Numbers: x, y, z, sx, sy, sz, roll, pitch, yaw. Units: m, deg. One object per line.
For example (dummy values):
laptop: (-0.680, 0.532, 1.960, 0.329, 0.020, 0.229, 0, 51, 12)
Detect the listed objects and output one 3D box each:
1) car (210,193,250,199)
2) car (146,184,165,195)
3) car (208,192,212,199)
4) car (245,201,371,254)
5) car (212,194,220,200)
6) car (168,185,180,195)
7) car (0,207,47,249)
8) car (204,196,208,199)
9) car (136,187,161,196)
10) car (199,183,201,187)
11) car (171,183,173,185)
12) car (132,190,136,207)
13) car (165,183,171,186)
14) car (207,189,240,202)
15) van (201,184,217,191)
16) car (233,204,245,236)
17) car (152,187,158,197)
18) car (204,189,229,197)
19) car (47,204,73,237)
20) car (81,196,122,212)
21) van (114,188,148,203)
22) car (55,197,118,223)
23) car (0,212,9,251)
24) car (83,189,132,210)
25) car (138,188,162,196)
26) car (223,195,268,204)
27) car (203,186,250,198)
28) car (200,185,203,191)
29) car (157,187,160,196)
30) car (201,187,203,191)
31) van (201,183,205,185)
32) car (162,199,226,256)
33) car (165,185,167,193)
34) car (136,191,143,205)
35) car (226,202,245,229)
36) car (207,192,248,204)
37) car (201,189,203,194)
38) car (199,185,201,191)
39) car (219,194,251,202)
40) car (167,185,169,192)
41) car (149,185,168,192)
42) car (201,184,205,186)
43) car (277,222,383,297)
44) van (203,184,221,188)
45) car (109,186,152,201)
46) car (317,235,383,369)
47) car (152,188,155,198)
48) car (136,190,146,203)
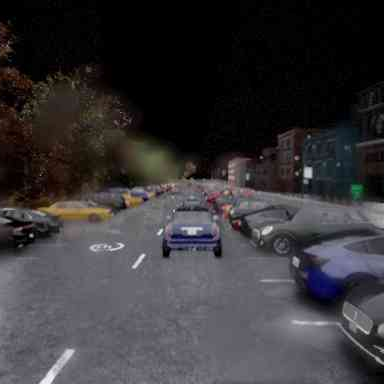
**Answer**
car: (4.554, 1.147, 32.242, 5.008, 1.535, 2.097, 0, 2, 0)
car: (-8.495, -0.142, 62.816, 5.566, 2.045, 2.435, 0, 2, 0)
car: (4.553, 1.013, 37.814, 4.674, 1.452, 2.002, 0, 2, 0)
car: (4.575, 1.370, 12.736, 4.553, 1.767, 2.185, 0, 0, 0)
car: (4.554, 1.222, 29.454, 5.008, 1.535, 2.097, 0, 1, 0)
car: (-3.481, -0.159, 70.961, 1.837, 1.490, 4.892, 0, 2, 0)
car: (-8.531, 1.497, 12.558, 5.008, 1.535, 2.097, 0, 0, 0)
car: (0.009, 1.319, 28.225, 2.033, 1.411, 5.357, 0, 1, 0)
car: (-8.491, -0.115, 65.603, 4.553, 1.767, 2.185, 0, 2, 0)
car: (4.593, -0.713, 82.314, 4.553, 1.767, 2.185, 0, 2, 0)
car: (-8.521, -0.994, 93.440, 5.008, 1.535, 2.097, 0, 2, 0)
car: (-8.562, 0.944, 34.863, 4.553, 1.767, 2.185, 0, 2, 0)
car: (-8.491, -0.737, 79.515, 5.566, 2.045, 2.435, 0, 2, 0)
car: (4.584, 0.469, 48.809, 4.553, 1.767, 2.185, 0, 2, 0)
van: (4.681, -1.220, 93.437, 4.442, 1.987, 1.878, 0, 2, 0)
car: (4.574, 1.501, 15.524, 4.792, 1.488, 2.163, 0, 1, 0)
car: (-8.531, 0.399, 54.474, 5.008, 1.535, 2.097, 0, 2, 0)
car: (4.554, 0.148, 62.849, 4.674, 1.452, 2.002, 0, 2, 0)
car: (-8.530, 1.473, 15.476, 4.892, 1.521, 2.231, 0, 0, 0)
car: (-8.538, 1.293, 26.499, 5.008, 1.535, 2.097, 0, 1, 0)
van: (-8.411, 0.462, 46.117, 4.442, 1.987, 1.878, 0, 2, 0)
car: (-8.348, 1.348, 23.710, 5.366, 1.575, 1.946, 0, 1, 0)
car: (-8.532, 1.512, 9.768, 5.008, 1.535, 2.097, 0, 0, 0)
car: (-8.560, 0.975, 29.281, 5.566, 2.045, 2.435, 0, 1, 0)
car: (-8.524, -0.048, 68.392, 4.674, 1.452, 2.002, 0, 2, 0)
car: (4.515, 1.273, 21.097, 4.553, 1.767, 2.185, 0, 1, 0)
car: (4.522, 0.626, 40.585, 5.566, 2.045, 2.435, 0, 2, 0)
car: (4.743, 0.006, 65.629, 5.366, 1.575, 1.946, 0, 2, 0)
car: (-8.531, 0.304, 57.258, 4.892, 1.521, 2.231, 0, 2, 0)
car: (4.550, 0.301, 57.284, 5.008, 1.535, 2.097, 0, 2, 0)
van: (4.676, -0.411, 71.122, 4.442, 1.987, 1.878, 0, 2, 0)
car: (0.007, 1.361, 13.313, 2.097, 1.767, 4.553, 0, 0, 0)
car: (-8.516, -0.187, 71.173, 5.008, 1.535, 2.097, 0, 2, 0)
car: (-8.525, 0.978, 37.651, 5.008, 1.535, 2.097, 0, 2, 0)
car: (4.516, 1.468, 18.312, 4.792, 1.488, 2.163, 0, 1, 0)
car: (4.557, 0.781, 43.376, 5.008, 1.535, 2.097, 0, 2, 0)
car: (4.367, 0.683, 46.157, 5.366, 1.575, 1.946, 0, 2, 0)
car: (4.589, -0.257, 73.975, 4.792, 1.488, 2.163, 0, 2, 0)
car: (4.515, 1.222, 23.876, 4.553, 1.767, 2.185, 0, 1, 0)
car: (-8.524, -0.386, 76.739, 5.008, 1.535, 2.097, 0, 2, 0)
car: (-8.549, -0.813, 85.086, 4.553, 1.767, 2.185, 0, 2, 0)
car: (4.589, -0.215, 68.406, 4.553, 1.767, 2.185, 0, 2, 0)
car: (4.571, 1.548, 7.154, 4.792, 1.488, 2.163, 0, 0, 0)
van: (4.438, 0.173, 54.495, 4.442, 1.987, 1.878, 0, 2, 0)
car: (-8.500, 0.532, 43.332, 5.566, 2.045, 2.435, 0, 2, 0)
car: (4.548, 1.513, 4.375, 4.892, 1.521, 2.231, 0, 0, 0)
car: (-8.529, 0.536, 51.692, 4.674, 1.452, 2.002, 0, 2, 0)
car: (-8.714, 0.876, 40.557, 5.366, 1.575, 1.946, 0, 2, 0)
